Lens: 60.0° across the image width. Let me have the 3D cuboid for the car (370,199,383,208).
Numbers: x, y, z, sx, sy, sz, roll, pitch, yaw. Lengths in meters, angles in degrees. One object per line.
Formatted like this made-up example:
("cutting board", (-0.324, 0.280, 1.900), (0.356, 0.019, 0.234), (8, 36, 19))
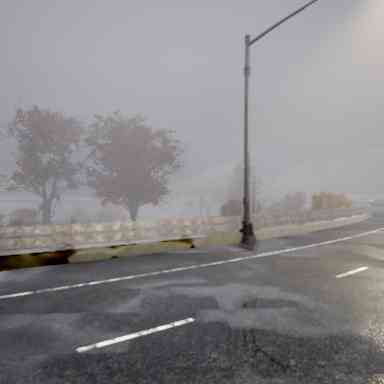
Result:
("car", (37.898, 2.297, 67.626), (2.097, 1.767, 4.553), (0, -1, 11))
